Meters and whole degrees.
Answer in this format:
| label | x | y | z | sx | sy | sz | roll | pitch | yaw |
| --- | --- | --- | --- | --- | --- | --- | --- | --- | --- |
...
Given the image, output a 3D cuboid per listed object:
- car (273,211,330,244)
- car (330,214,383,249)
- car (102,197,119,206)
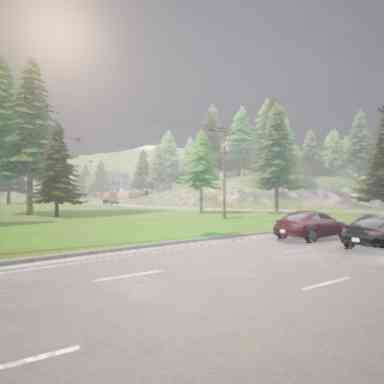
| label | x | y | z | sx | sy | sz | roll | pitch | yaw |
| --- | --- | --- | --- | --- | --- | --- | --- | --- | --- |
| car | 6.039 | 1.660 | 16.720 | 4.674 | 1.442 | 1.812 | 0 | 0 | -36 |
| car | 8.071 | 1.661 | 13.909 | 4.674 | 1.442 | 1.812 | 0 | 0 | -35 |
| car | -15.033 | 1.611 | 61.454 | 1.882 | 1.535 | 5.008 | 1 | 0 | -33 |
